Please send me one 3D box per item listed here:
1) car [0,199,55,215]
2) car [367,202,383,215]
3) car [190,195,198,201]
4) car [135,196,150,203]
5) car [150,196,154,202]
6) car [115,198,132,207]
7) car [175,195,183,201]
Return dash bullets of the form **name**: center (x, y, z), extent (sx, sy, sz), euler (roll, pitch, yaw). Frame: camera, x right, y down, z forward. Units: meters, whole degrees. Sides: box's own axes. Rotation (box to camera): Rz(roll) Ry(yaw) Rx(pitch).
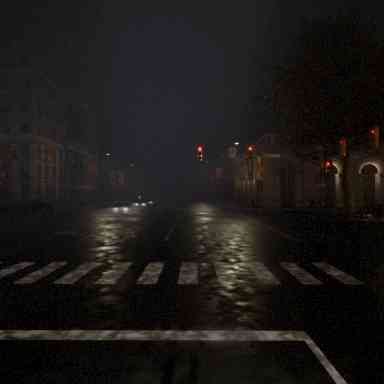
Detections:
- **car**: center (-16.945, 1.477, 34.414), extent (5.008, 1.535, 1.882), euler (0, 1, -32)
- **car**: center (19.573, 1.564, 32.742), extent (4.181, 1.385, 1.994), euler (0, 0, 0)
- **car**: center (0.412, 1.449, 78.586), extent (2.128, 1.511, 4.902), euler (0, 0, 1)
- **car**: center (-10.255, 1.601, 67.247), extent (1.895, 1.301, 4.718), euler (0, 0, 1)
- **car**: center (-10.100, 1.595, 77.732), extent (1.895, 1.301, 4.718), euler (0, 0, 1)
- **car**: center (-10.445, 1.601, 50.760), extent (1.895, 1.301, 4.718), euler (0, 0, 0)
- **car**: center (-3.087, 1.449, 78.631), extent (2.128, 1.511, 4.902), euler (0, 0, 1)
